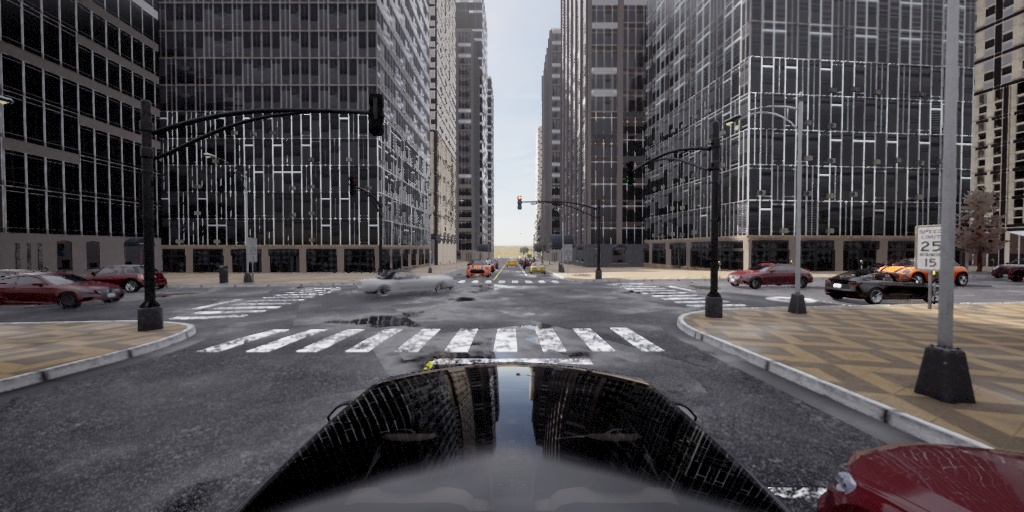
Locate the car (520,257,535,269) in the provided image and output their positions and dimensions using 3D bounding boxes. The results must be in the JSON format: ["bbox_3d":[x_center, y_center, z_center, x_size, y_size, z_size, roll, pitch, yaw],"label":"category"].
[{"bbox_3d":[2.711,1.061,55.017,2.192,1.841,5.009,0,0,0],"label":"car"}]

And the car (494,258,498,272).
[{"bbox_3d":[-3.114,1.229,44.216,1.882,1.535,5.008,0,0,0],"label":"car"}]

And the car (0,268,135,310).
[{"bbox_3d":[-19.330,1.413,15.004,4.674,1.442,1.812,0,1,-5],"label":"car"}]

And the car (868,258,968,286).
[{"bbox_3d":[25.340,0.917,22.349,4.553,1.767,2.097,0,1,-5],"label":"car"}]

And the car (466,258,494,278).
[{"bbox_3d":[-3.111,1.105,34.281,2.097,1.767,4.553,0,0,0],"label":"car"}]

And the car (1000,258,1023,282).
[{"bbox_3d":[35.349,0.859,23.269,4.553,1.767,2.097,0,1,-5],"label":"car"}]

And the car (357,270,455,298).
[{"bbox_3d":[-5.423,1.361,18.629,4.718,1.301,1.895,-1,1,-30],"label":"car"}]

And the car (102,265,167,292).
[{"bbox_3d":[-22.578,1.227,20.531,4.097,1.591,1.967,0,0,-5],"label":"car"}]

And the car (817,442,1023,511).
[{"bbox_3d":[2.692,1.332,0.397,1.802,1.307,4.207,0,0,0],"label":"car"}]

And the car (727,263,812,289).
[{"bbox_3d":[15.392,1.148,21.439,4.674,1.442,1.812,0,1,-5],"label":"car"}]

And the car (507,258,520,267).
[{"bbox_3d":[-0.024,1.217,64.996,1.882,1.535,5.008,0,0,0],"label":"car"}]

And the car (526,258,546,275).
[{"bbox_3d":[2.806,1.278,39.936,1.751,1.417,4.829,0,0,0],"label":"car"}]

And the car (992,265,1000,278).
[{"bbox_3d":[37.694,0.880,26.112,4.097,1.591,1.967,0,0,-5],"label":"car"}]

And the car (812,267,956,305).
[{"bbox_3d":[16.124,1.302,15.695,4.313,1.339,1.948,0,0,-5],"label":"car"}]
